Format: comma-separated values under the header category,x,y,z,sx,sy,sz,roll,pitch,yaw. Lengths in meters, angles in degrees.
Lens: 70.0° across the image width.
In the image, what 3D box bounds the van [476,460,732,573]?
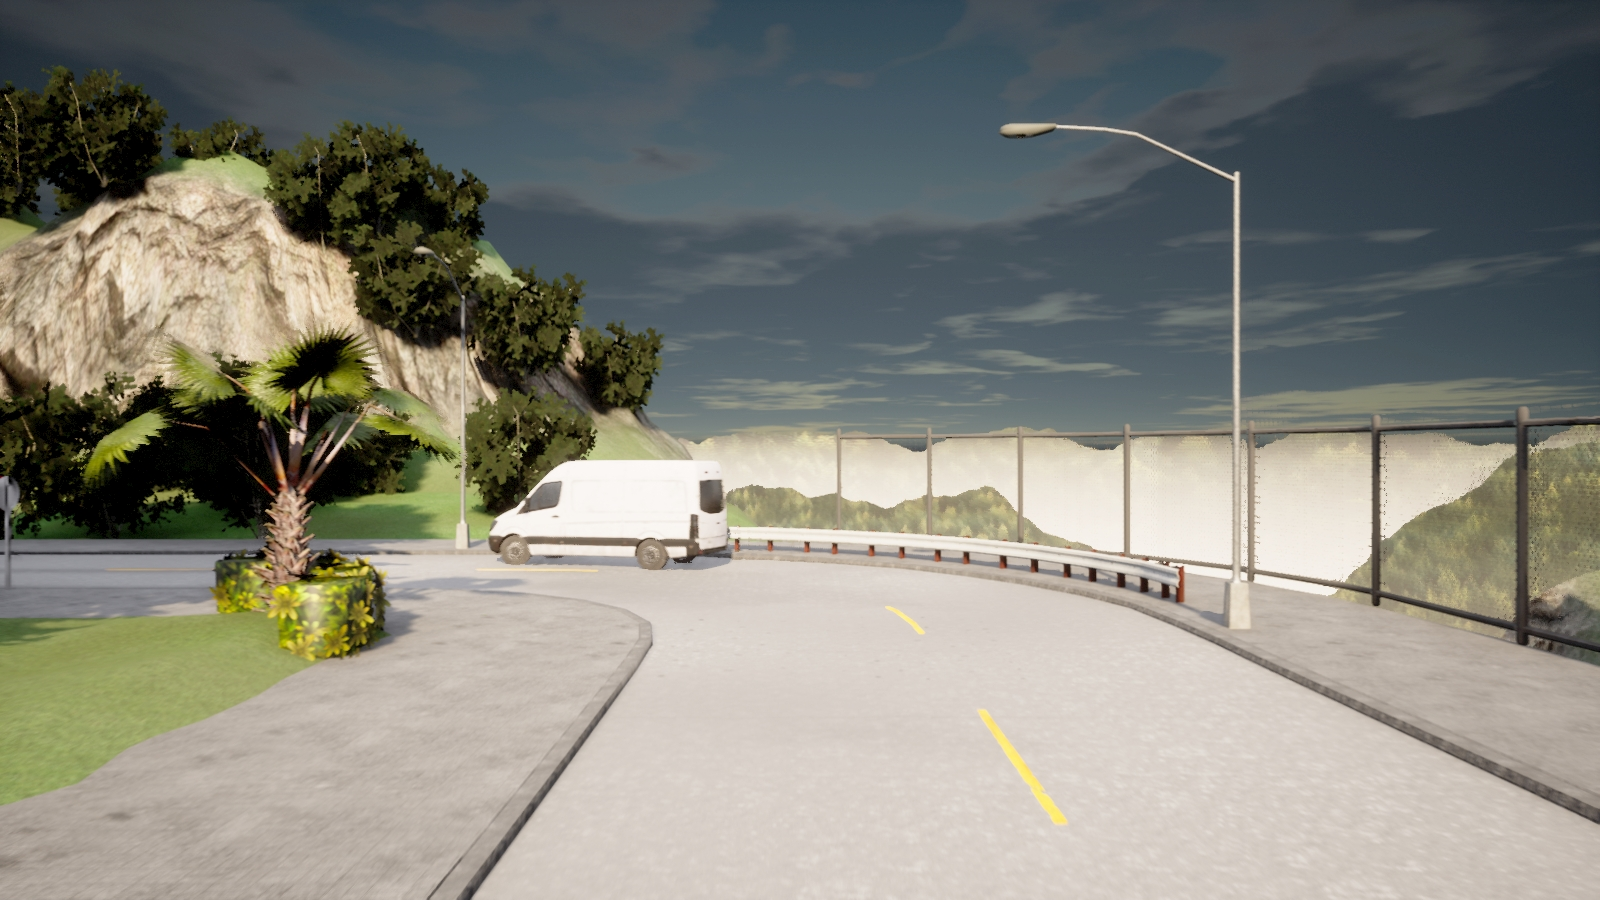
category,x,y,z,sx,sy,sz,roll,pitch,yaw
van,-4.798,1.534,28.005,5.915,2.561,1.988,0,-1,18
